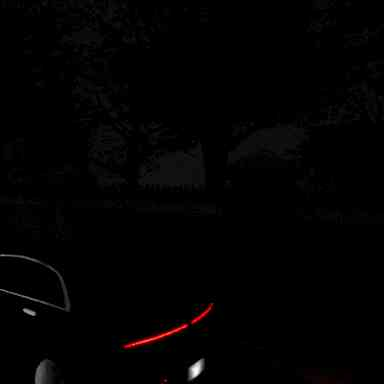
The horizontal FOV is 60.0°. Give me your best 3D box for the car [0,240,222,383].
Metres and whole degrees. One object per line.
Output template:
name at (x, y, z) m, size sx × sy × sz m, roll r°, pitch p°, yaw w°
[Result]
car at (-1.928, 1.442, 4.655) m, size 4.892 × 1.490 × 1.837 m, roll 1°, pitch 1°, yaw 35°
